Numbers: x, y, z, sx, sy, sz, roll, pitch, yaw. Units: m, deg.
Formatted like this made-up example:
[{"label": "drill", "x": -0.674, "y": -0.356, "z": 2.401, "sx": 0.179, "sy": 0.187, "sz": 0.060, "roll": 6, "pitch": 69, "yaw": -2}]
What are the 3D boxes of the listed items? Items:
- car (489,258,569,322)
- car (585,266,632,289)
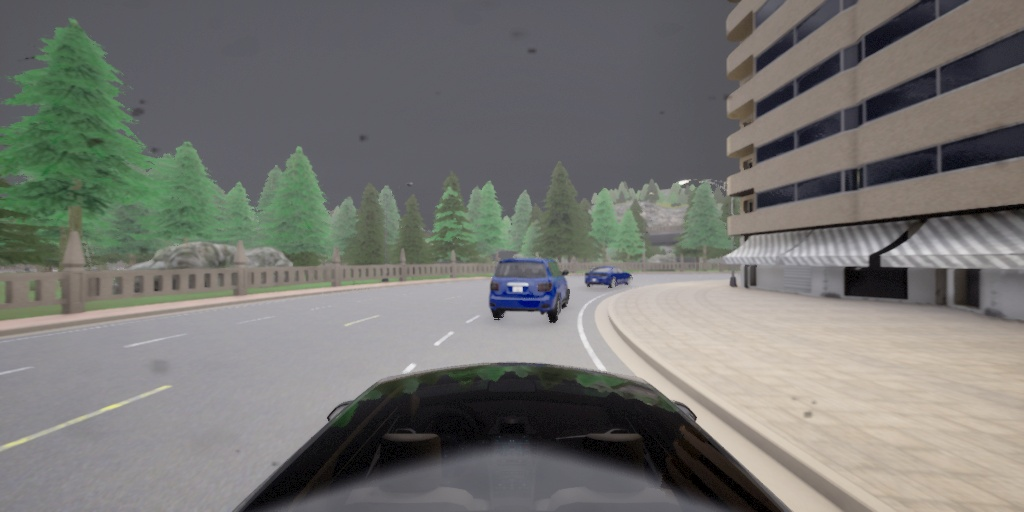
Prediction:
[{"label": "car", "x": 0.804, "y": 1.098, "z": 13.238, "sx": 2.150, "sy": 2.045, "sz": 5.566, "roll": 0, "pitch": 0, "yaw": 14}, {"label": "car", "x": 7.113, "y": 1.490, "z": 26.240, "sx": 1.882, "sy": 1.535, "sz": 5.008, "roll": -1, "pitch": -1, "yaw": 39}]
